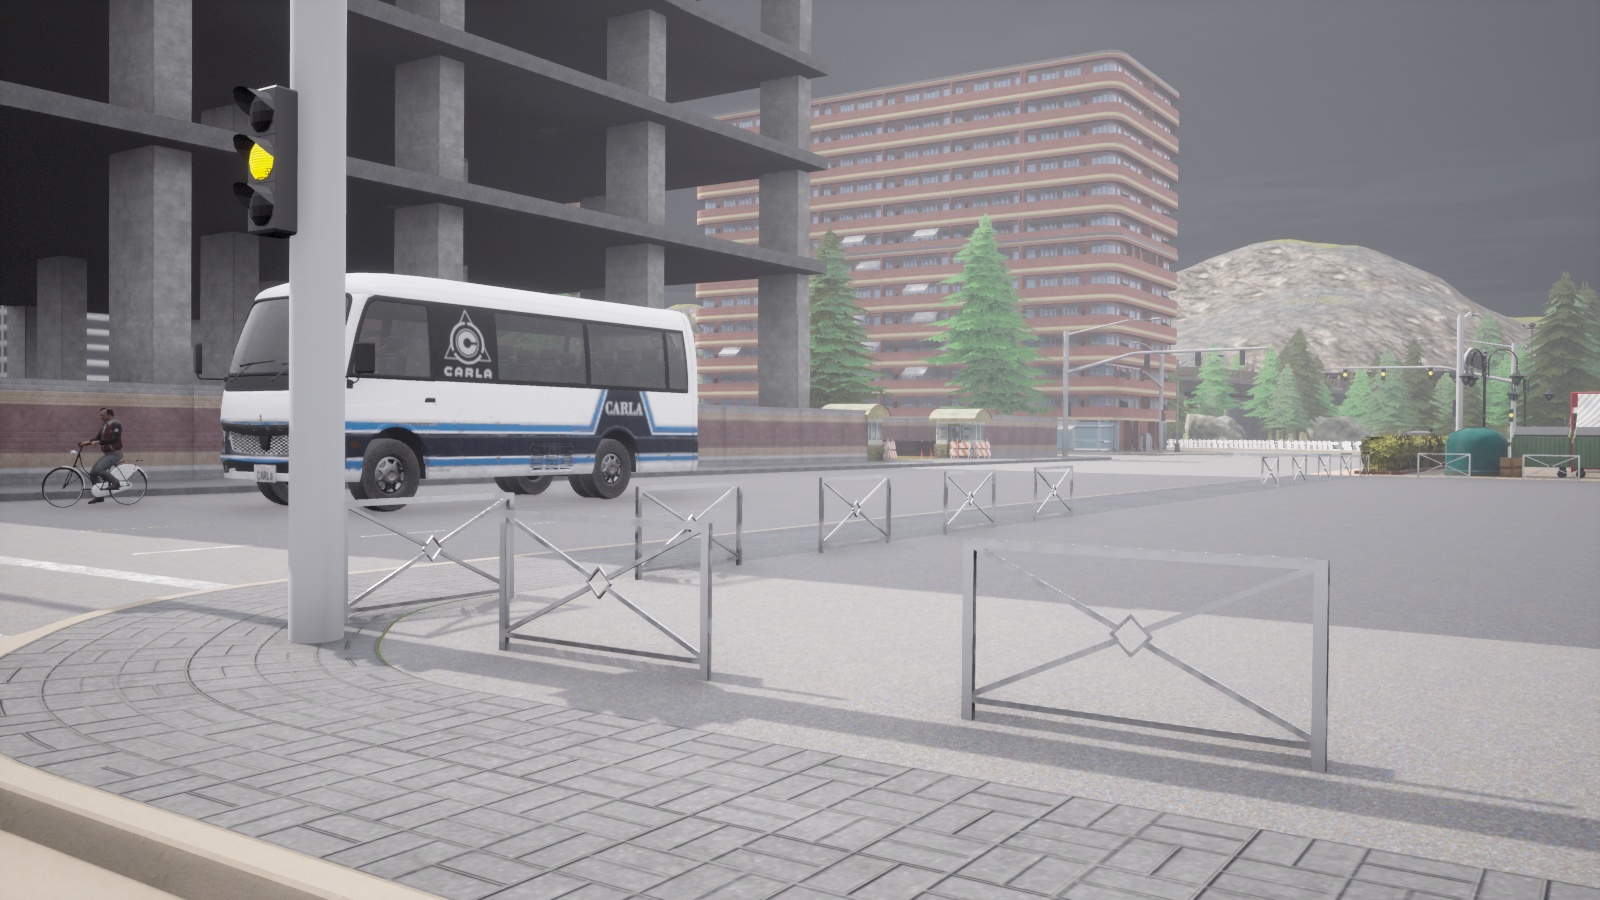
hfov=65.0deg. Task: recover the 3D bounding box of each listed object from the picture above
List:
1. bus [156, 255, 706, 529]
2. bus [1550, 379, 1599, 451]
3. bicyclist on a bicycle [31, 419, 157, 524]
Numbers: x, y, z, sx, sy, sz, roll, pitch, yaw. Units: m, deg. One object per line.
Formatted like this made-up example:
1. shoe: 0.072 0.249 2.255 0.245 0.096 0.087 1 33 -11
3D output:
1. bus: -6.591 -0.980 24.827 3.944 4.253 10.273 0 1 33
2. bus: 50.595 -2.120 74.497 10.273 4.253 3.944 0 1 34
3. bicyclist on a bicycle: -12.481 0.356 22.252 0.659 1.776 1.843 0 1 33
